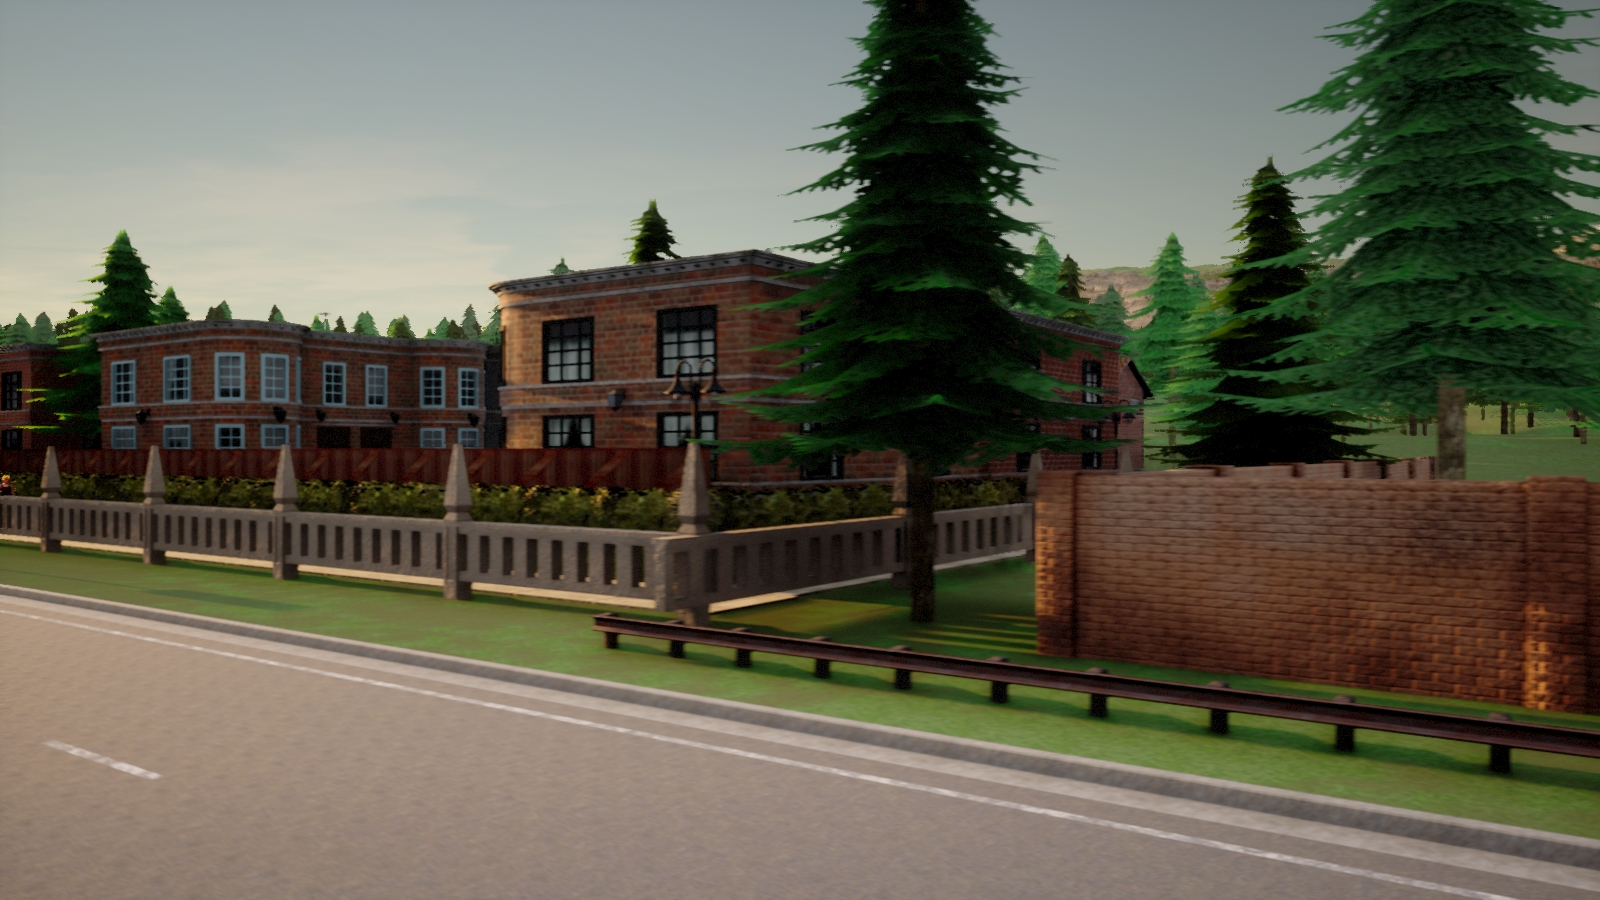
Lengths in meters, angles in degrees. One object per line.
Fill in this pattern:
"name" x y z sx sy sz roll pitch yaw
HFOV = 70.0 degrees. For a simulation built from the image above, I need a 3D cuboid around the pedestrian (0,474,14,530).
"pedestrian" -26.553 1.723 38.171 0.375 1.860 0.375 0 0 35
